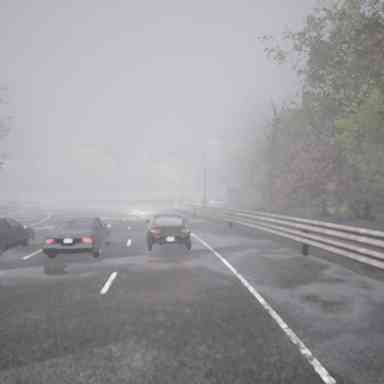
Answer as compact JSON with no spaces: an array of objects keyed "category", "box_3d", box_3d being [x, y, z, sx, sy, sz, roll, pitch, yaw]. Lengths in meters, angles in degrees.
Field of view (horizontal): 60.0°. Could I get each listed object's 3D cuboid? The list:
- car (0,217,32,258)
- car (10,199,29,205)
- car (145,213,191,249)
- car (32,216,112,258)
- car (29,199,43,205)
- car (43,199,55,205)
[{"category":"car","box_3d":[-7.901,1.691,13.052,2.033,1.411,5.357,0,-1,-7]},{"category":"car","box_3d":[-40.385,2.325,76.767,4.902,1.511,2.128,-1,-1,41]},{"category":"car","box_3d":[-1.140,1.685,15.261,1.812,1.442,4.674,0,0,-8]},{"category":"car","box_3d":[-4.428,1.692,13.493,2.033,1.411,5.357,0,-1,-8]},{"category":"car","box_3d":[-37.985,2.372,79.314,4.181,1.385,1.994,-1,-1,41]},{"category":"car","box_3d":[-35.607,2.434,81.880,4.718,1.301,1.895,-1,-1,41]}]
